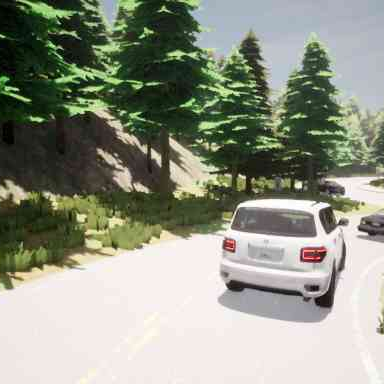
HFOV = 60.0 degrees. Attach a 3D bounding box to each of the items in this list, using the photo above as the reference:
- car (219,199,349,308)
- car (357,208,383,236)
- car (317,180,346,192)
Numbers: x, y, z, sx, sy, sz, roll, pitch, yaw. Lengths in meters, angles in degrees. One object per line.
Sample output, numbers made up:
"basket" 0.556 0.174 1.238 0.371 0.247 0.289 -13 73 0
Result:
"car" 2.550 1.197 8.361 2.150 2.045 5.566 3 2 27
"car" 10.131 1.408 15.810 5.357 1.411 2.033 -1 5 -32
"car" 16.071 -0.566 38.911 1.882 1.535 5.008 -1 5 -2
